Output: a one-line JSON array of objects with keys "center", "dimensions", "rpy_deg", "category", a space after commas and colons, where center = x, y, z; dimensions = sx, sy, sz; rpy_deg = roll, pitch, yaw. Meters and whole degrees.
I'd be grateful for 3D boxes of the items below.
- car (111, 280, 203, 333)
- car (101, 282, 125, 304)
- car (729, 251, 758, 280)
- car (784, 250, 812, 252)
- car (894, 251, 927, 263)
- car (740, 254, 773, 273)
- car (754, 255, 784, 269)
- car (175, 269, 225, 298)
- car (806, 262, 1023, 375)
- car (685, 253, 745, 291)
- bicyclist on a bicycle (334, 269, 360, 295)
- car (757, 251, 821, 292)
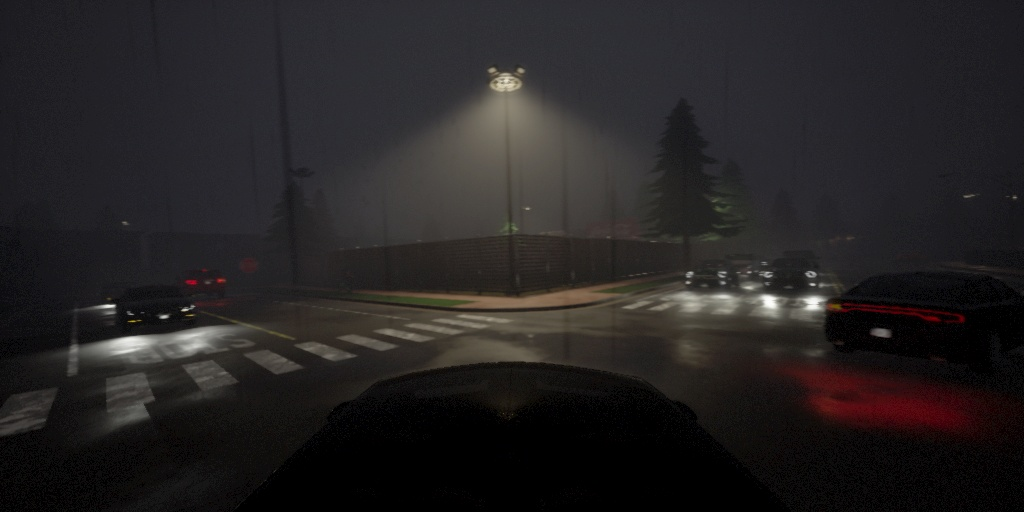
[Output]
[{"center": [-13.330, 1.835, 13.368], "dimensions": [4.892, 1.490, 1.837], "rpy_deg": [-2, -1, 40], "category": "car"}, {"center": [-27.001, 2.512, 24.904], "dimensions": [4.181, 1.385, 1.994], "rpy_deg": [-3, -1, 40], "category": "car"}, {"center": [17.412, 0.698, 27.412], "dimensions": [2.150, 2.045, 5.566], "rpy_deg": [-3, -1, 40], "category": "car"}, {"center": [20.264, 0.576, 25.365], "dimensions": [2.150, 2.045, 5.566], "rpy_deg": [-3, -1, 40], "category": "car"}, {"center": [47.082, 0.131, 42.387], "dimensions": [5.008, 1.535, 1.882], "rpy_deg": [-2, -1, -30], "category": "car"}, {"center": [23.919, 0.701, 35.010], "dimensions": [2.097, 1.767, 4.553], "rpy_deg": [-3, -1, 41], "category": "car"}, {"center": [30.736, 0.706, 42.819], "dimensions": [2.128, 1.511, 4.902], "rpy_deg": [-3, -1, 45], "category": "car"}, {"center": [-22.560, 2.015, 25.882], "dimensions": [5.566, 2.045, 2.150], "rpy_deg": [-3, -1, 40], "category": "car"}, {"center": [8.107, 1.016, 6.869], "dimensions": [5.008, 1.535, 1.882], "rpy_deg": [-2, 0, -27], "category": "car"}, {"center": [11.449, 0.944, 20.377], "dimensions": [2.097, 1.767, 4.553], "rpy_deg": [-3, -1, 40], "category": "car"}, {"center": [-10.435, 1.649, 22.641], "dimensions": [0.582, 1.620, 1.656], "rpy_deg": [-3, -1, 40], "category": "bicyclist on a bicycle"}, {"center": [14.062, 0.827, 18.050], "dimensions": [2.097, 1.767, 4.553], "rpy_deg": [-3, -1, 40], "category": "car"}]
